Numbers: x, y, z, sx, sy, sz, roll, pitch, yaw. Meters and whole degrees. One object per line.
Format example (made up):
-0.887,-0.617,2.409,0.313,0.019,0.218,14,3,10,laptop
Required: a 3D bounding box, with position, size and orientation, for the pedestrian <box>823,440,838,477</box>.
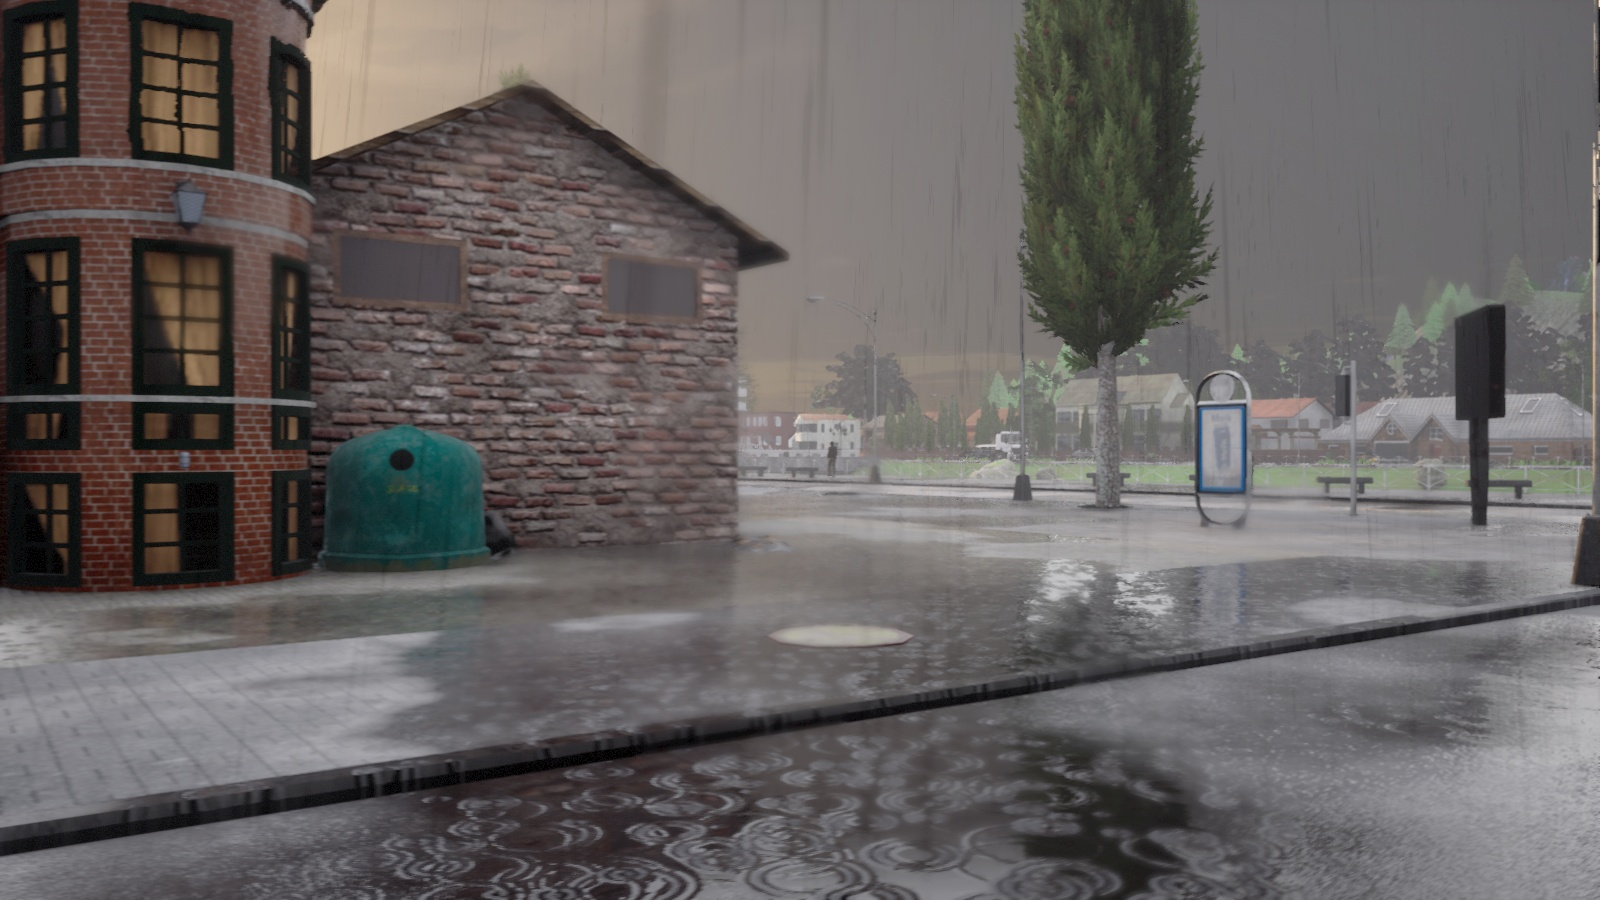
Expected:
1.520,0.419,62.788,0.431,1.840,0.703,0,0,-28,pedestrian
